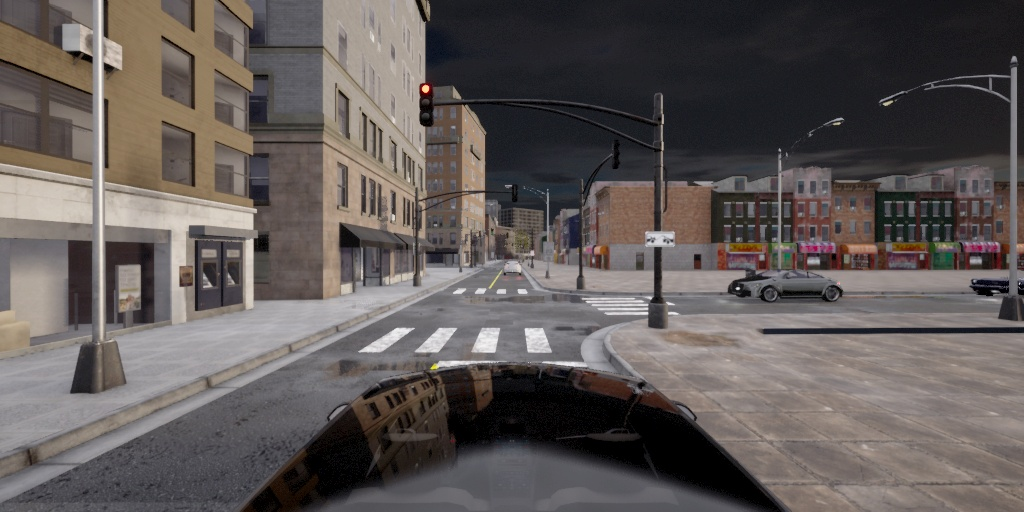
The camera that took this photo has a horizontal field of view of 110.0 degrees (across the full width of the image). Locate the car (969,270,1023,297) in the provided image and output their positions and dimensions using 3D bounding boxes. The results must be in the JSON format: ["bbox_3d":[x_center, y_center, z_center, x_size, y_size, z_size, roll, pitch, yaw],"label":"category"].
[{"bbox_3d":[23.757,1.255,16.026,4.718,1.301,1.895,0,0,0],"label":"car"}]

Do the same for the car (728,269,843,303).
[{"bbox_3d":[12.041,1.261,15.962,4.181,1.385,1.994,0,0,0],"label":"car"}]

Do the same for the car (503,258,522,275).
[{"bbox_3d":[0.064,1.283,38.327,1.812,1.442,4.674,0,0,0],"label":"car"}]
